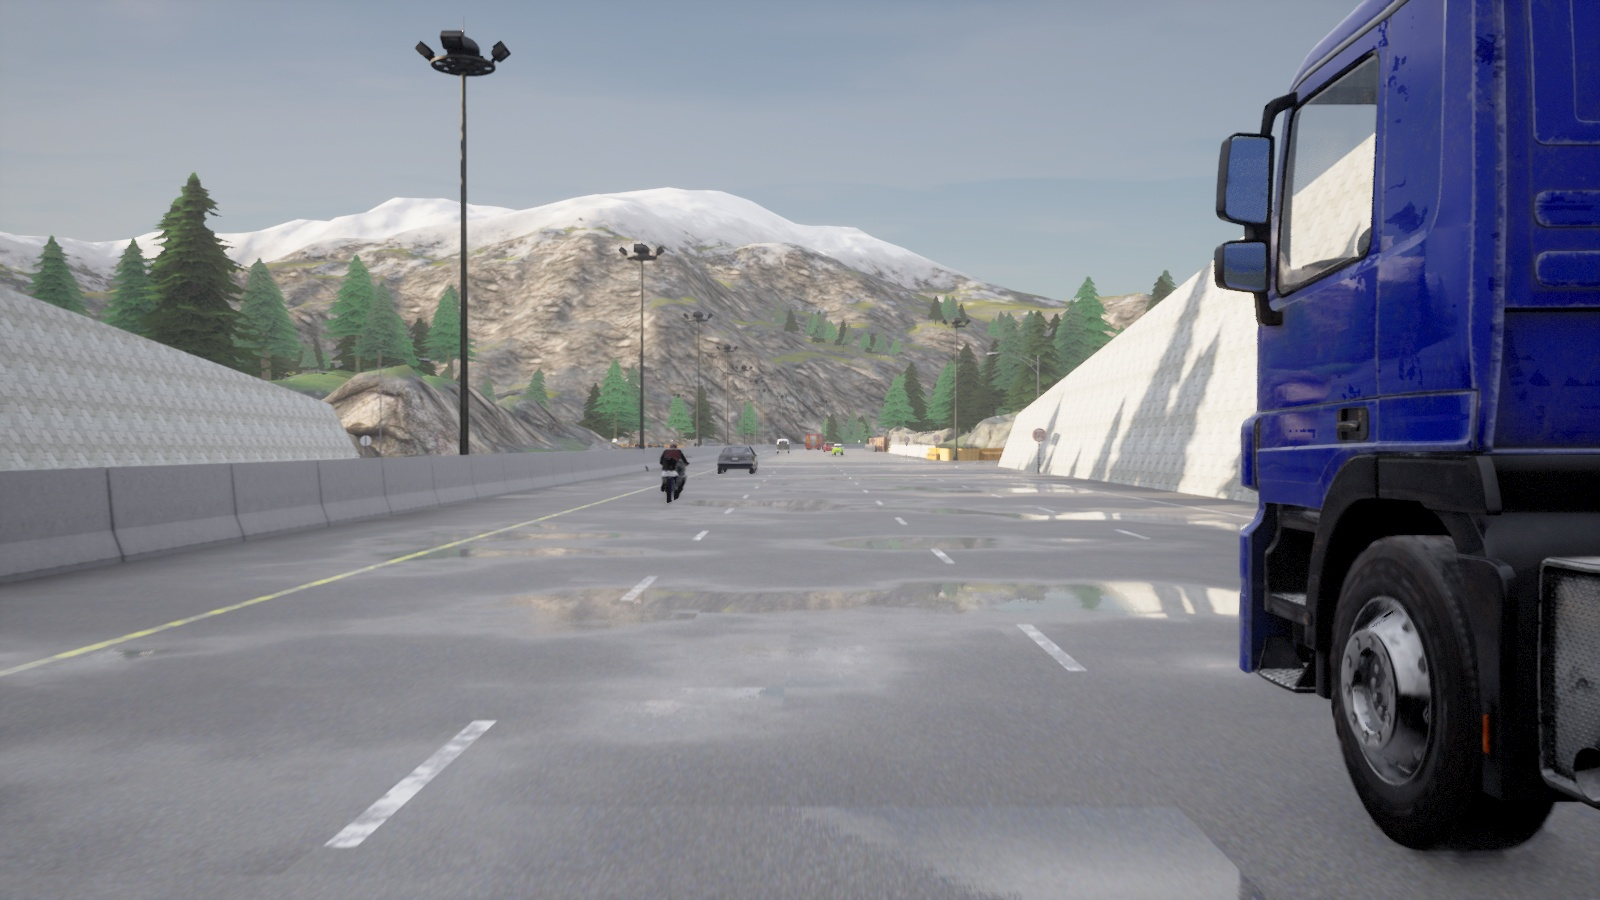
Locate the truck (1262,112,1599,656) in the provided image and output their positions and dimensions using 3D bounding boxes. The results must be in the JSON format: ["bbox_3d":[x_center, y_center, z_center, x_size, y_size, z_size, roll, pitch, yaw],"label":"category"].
[{"bbox_3d":[7.088,-0.475,11.167,2.891,3.827,8.468,0,0,0],"label":"truck"}]

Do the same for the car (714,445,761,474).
[{"bbox_3d":[-3.073,0.440,62.356,2.033,1.411,5.357,0,0,0],"label":"car"}]

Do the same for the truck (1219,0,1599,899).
[{"bbox_3d":[3.531,-0.246,2.334,2.891,3.462,7.936,0,0,0],"label":"truck"}]

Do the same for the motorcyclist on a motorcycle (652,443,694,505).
[{"bbox_3d":[-3.270,0.595,32.580,0.866,1.530,2.191,0,0,0],"label":"motorcyclist on a motorcycle"}]
